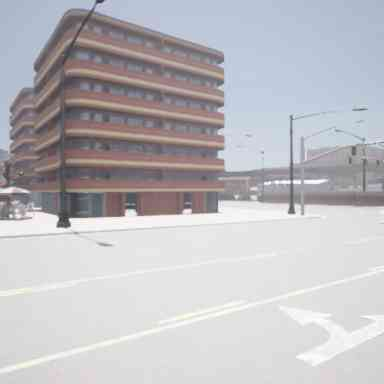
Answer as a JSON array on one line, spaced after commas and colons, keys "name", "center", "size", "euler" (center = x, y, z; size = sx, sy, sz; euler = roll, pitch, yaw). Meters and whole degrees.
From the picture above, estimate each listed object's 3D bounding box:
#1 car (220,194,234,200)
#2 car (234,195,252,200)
[{"name": "car", "center": [9.863, 1.305, 91.208], "size": [4.611, 1.667, 2.242], "euler": [-1, 0, -35]}, {"name": "car", "center": [13.837, 1.460, 86.989], "size": [3.806, 1.475, 1.970], "euler": [-1, 0, -35]}]
